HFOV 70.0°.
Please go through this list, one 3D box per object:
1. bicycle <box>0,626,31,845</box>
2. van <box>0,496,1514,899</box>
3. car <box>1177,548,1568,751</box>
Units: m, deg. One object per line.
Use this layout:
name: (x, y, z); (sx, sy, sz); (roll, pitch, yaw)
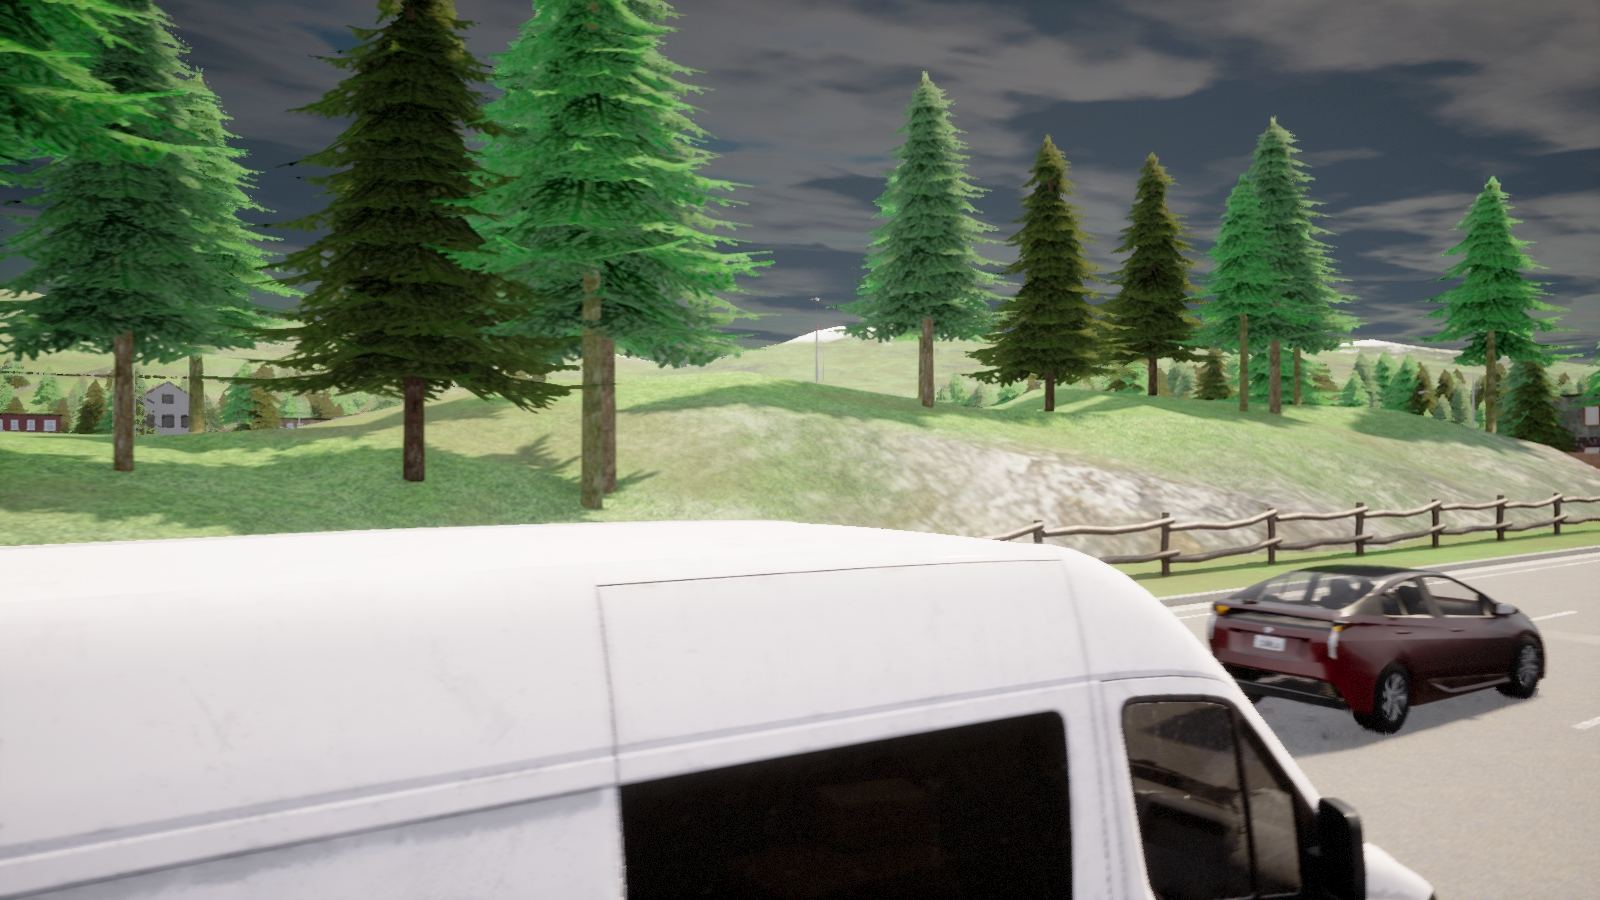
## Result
bicycle: (-6.325, 2.057, 7.905); (1.643, 1.496, 0.373); (1, 0, -35)
van: (-0.088, 1.535, 3.736); (5.915, 2.561, 1.988); (0, 0, -35)
car: (6.471, 2.040, 12.751); (4.514, 1.525, 2.007); (0, 0, -35)
